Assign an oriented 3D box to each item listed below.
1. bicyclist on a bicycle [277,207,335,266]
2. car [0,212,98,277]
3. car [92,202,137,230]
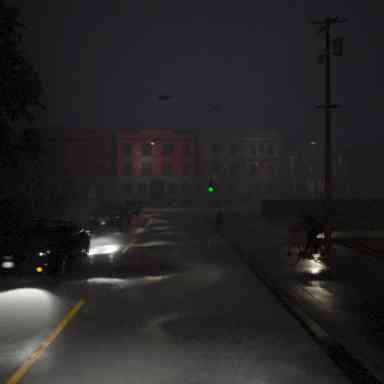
[{"bbox_3d":[3.184,1.253,9.276,1.656,1.620,0.582,-1,0,-2],"label":"bicyclist on a bicycle"},{"bbox_3d":[-4.420,1.521,9.862,1.994,1.385,4.181,0,0,-2],"label":"car"},{"bbox_3d":[-4.788,1.373,20.107,2.128,1.511,4.902,0,0,-2],"label":"car"}]
